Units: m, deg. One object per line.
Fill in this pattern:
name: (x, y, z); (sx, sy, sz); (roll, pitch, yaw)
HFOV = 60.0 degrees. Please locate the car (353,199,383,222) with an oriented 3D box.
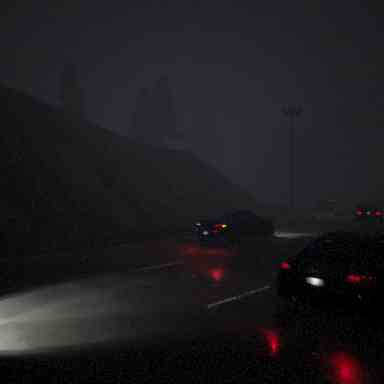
car: (13.554, 1.541, 25.639); (2.033, 1.411, 5.357); (0, 0, 27)

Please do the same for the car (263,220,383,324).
car: (3.652, 1.562, 7.286); (4.181, 1.385, 1.994); (0, 0, -43)

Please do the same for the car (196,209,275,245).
car: (2.120, 1.523, 15.691); (1.812, 1.442, 4.674); (0, 0, 43)

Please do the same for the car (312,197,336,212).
car: (15.203, 1.470, 38.839); (1.882, 1.535, 5.008); (0, 0, 17)
